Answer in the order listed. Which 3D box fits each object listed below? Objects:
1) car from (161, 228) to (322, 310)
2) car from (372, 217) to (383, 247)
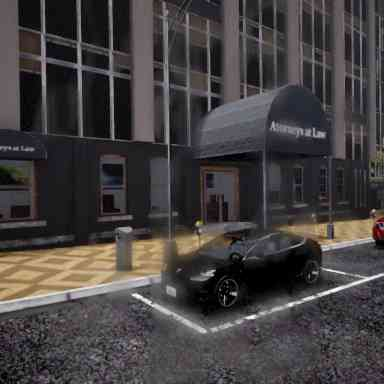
[{"bbox_3d":[1.329,1.564,7.812,4.313,1.339,1.947,0,-1,-37],"label":"car"},{"bbox_3d":[9.605,1.310,14.014,5.009,1.841,2.192,0,-1,-37],"label":"car"}]
